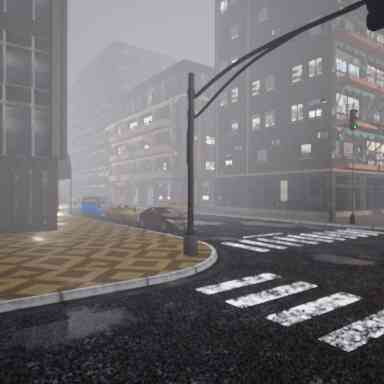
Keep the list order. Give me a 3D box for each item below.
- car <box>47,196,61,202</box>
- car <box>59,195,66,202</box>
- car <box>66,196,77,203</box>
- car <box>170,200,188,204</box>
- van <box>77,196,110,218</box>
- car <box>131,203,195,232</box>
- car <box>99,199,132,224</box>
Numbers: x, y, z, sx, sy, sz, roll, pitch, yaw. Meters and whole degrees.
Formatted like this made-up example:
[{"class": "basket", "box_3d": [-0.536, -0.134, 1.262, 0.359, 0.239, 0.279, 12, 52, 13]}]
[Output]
[{"class": "car", "box_3d": [-31.206, 1.482, 75.313, 1.947, 1.339, 4.313, 0, 0, -36]}, {"class": "car", "box_3d": [-27.906, 1.353, 70.712, 1.967, 1.590, 4.097, 0, 0, -36]}, {"class": "car", "box_3d": [-21.405, 1.440, 61.645, 1.752, 1.417, 4.829, 0, 0, -36]}, {"class": "car", "box_3d": [-1.603, 1.480, 34.029, 1.752, 1.417, 4.829, 0, 0, -36]}, {"class": "van", "box_3d": [-8.313, 1.261, 29.008, 1.690, 1.788, 3.998, 0, 0, -36]}, {"class": "car", "box_3d": [-1.714, 1.521, 19.803, 1.802, 1.307, 4.206, 0, 0, -36]}, {"class": "car", "box_3d": [-4.914, 1.454, 24.266, 1.752, 1.417, 4.829, 0, 0, -36]}]
